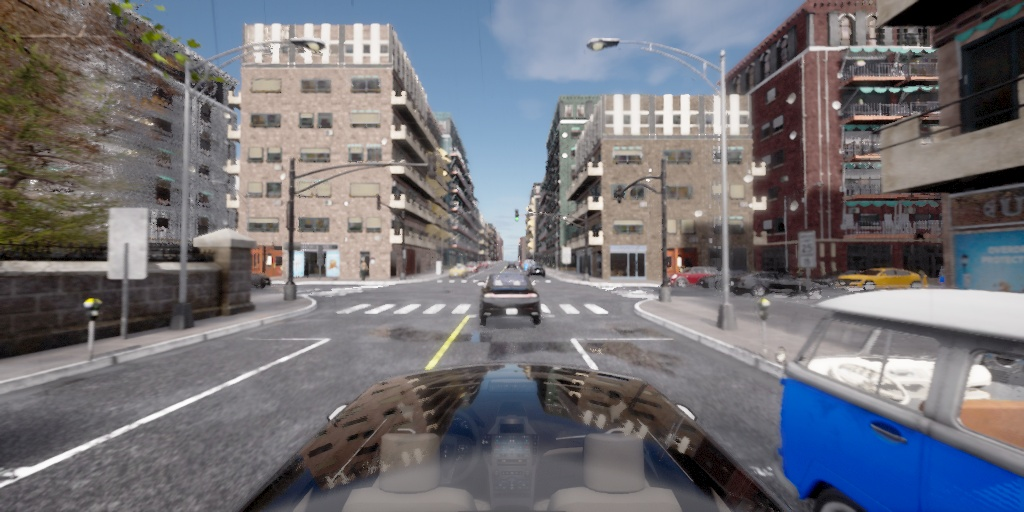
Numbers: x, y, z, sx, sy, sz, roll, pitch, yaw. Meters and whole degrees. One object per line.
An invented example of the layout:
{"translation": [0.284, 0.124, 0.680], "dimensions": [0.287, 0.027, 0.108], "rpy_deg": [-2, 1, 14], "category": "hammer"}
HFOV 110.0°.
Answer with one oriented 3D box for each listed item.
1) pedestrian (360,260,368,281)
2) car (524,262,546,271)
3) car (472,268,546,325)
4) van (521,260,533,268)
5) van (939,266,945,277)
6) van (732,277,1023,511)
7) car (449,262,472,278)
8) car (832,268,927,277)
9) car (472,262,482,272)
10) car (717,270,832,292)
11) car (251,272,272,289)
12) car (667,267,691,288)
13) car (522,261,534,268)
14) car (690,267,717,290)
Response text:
{"translation": [-12.564, 1.187, 30.302], "dimensions": [0.375, 1.860, 0.375], "rpy_deg": [0, -2, 1], "category": "pedestrian"}
{"translation": [2.659, 1.618, 38.866], "dimensions": [1.948, 1.339, 4.313], "rpy_deg": [0, 0, 0], "category": "car"}
{"translation": [-0.163, 1.328, 12.287], "dimensions": [2.128, 1.511, 4.902], "rpy_deg": [0, 0, -4], "category": "car"}
{"translation": [2.645, 1.532, 55.792], "dimensions": [1.690, 1.789, 3.998], "rpy_deg": [0, 0, 0], "category": "van"}
{"translation": [24.794, 1.305, 18.540], "dimensions": [3.998, 1.789, 1.690], "rpy_deg": [0, 0, 1], "category": "van"}
{"translation": [2.659, 1.085, 0.920], "dimensions": [1.690, 1.789, 3.998], "rpy_deg": [0, 0, 0], "category": "van"}
{"translation": [-5.721, 1.577, 38.688], "dimensions": [1.751, 1.417, 4.829], "rpy_deg": [0, 0, 0], "category": "car"}
{"translation": [24.992, 1.592, 24.345], "dimensions": [5.008, 1.535, 1.882], "rpy_deg": [0, -1, 1], "category": "car"}
{"translation": [-5.732, 1.584, 50.143], "dimensions": [1.967, 1.591, 4.097], "rpy_deg": [0, 0, 0], "category": "car"}
{"translation": [13.519, 1.466, 18.663], "dimensions": [4.313, 1.339, 1.948], "rpy_deg": [0, 0, 1], "category": "car"}
{"translation": [-17.152, 1.300, 21.583], "dimensions": [4.892, 1.490, 1.837], "rpy_deg": [0, -1, 1], "category": "car"}
{"translation": [13.615, 1.556, 27.040], "dimensions": [4.097, 1.591, 1.967], "rpy_deg": [0, 0, 1], "category": "car"}
{"translation": [2.654, 1.649, 44.508], "dimensions": [2.007, 1.370, 4.403], "rpy_deg": [0, 0, 0], "category": "car"}
{"translation": [14.934, 1.621, 24.456], "dimensions": [4.181, 1.385, 1.994], "rpy_deg": [0, -1, 1], "category": "car"}
